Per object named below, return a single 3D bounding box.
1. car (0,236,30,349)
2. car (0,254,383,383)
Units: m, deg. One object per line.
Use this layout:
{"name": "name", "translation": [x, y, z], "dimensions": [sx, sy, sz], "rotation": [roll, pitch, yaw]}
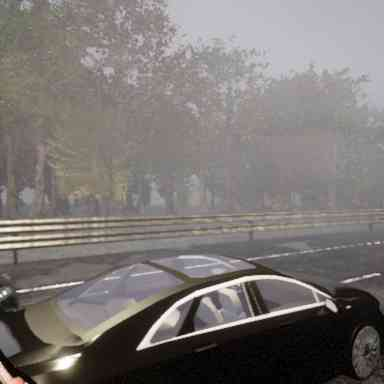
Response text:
{"name": "car", "translation": [-4.722, 1.547, 4.602], "dimensions": [4.181, 1.385, 1.994], "rotation": [1, 0, -35]}
{"name": "car", "translation": [0.384, 1.519, 3.909], "dimensions": [4.902, 1.511, 2.128], "rotation": [1, 0, -35]}
